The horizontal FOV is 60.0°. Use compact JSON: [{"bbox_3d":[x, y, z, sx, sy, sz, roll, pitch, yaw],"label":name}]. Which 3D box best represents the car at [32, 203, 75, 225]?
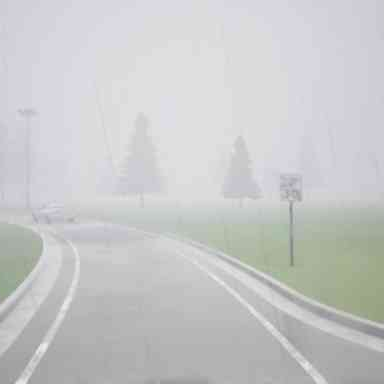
[{"bbox_3d":[-10.238,1.562,24.602,1.812,1.442,4.674,0,0,-42],"label":"car"}]
